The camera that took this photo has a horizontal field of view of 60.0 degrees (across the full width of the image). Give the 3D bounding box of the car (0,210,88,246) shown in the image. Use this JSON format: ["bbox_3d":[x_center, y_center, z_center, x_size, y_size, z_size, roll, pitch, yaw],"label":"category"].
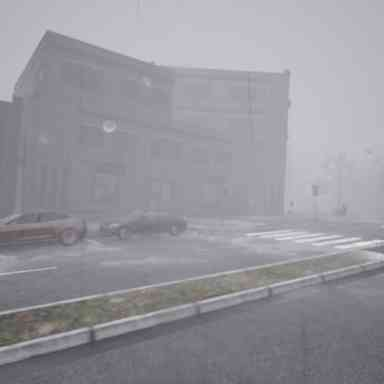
[{"bbox_3d":[-6.821,1.506,13.827,4.792,1.488,2.163,0,0,-36],"label":"car"}]

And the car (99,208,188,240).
[{"bbox_3d":[-2.365,1.553,17.044,4.674,1.452,2.002,0,-2,-36],"label":"car"}]
